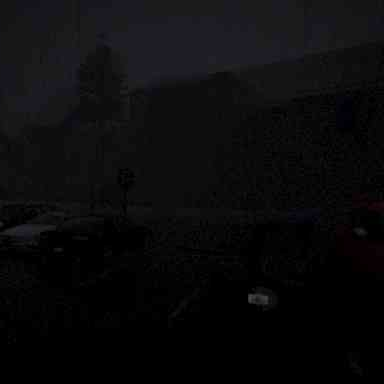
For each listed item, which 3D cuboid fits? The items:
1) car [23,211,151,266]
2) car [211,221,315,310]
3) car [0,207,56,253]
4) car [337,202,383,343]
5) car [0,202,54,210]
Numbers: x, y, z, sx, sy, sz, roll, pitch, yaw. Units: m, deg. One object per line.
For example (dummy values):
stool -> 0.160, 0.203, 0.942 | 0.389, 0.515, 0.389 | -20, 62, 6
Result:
car -> -3.075, 1.489, 11.668 | 2.097, 1.535, 5.008 | 0, -1, 16
car -> 1.812, 1.515, 8.158 | 2.163, 1.488, 4.792 | 1, -1, 15
car -> -5.512, 1.529, 13.418 | 2.002, 1.452, 4.674 | 1, -1, 16
car -> 4.260, 1.235, 6.418 | 2.435, 2.045, 5.566 | 1, -1, 15
car -> -7.946, 1.359, 15.190 | 2.185, 1.767, 4.553 | 1, -1, 16
